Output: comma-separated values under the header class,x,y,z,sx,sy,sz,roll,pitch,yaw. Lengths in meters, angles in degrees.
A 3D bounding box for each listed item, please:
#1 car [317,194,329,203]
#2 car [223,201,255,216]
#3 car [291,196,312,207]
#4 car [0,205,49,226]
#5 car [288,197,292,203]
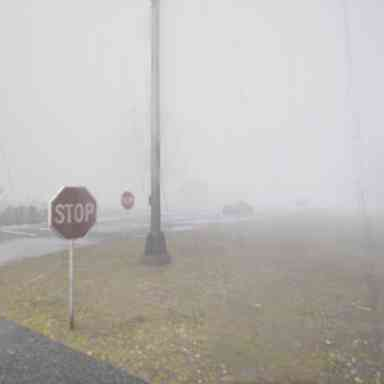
class,x,y,z,sx,sy,sz,roll,pitch,yaw
car,30.443,1.450,77.307,2.150,2.045,5.566,0,0,28
car,4.774,1.641,33.930,1.812,1.442,4.674,0,0,34
car,18.037,1.708,53.921,1.812,1.442,4.674,0,0,32
car,-11.751,1.590,21.862,2.033,1.411,5.357,0,0,34
car,22.708,1.682,73.303,1.882,1.535,5.008,0,0,34
